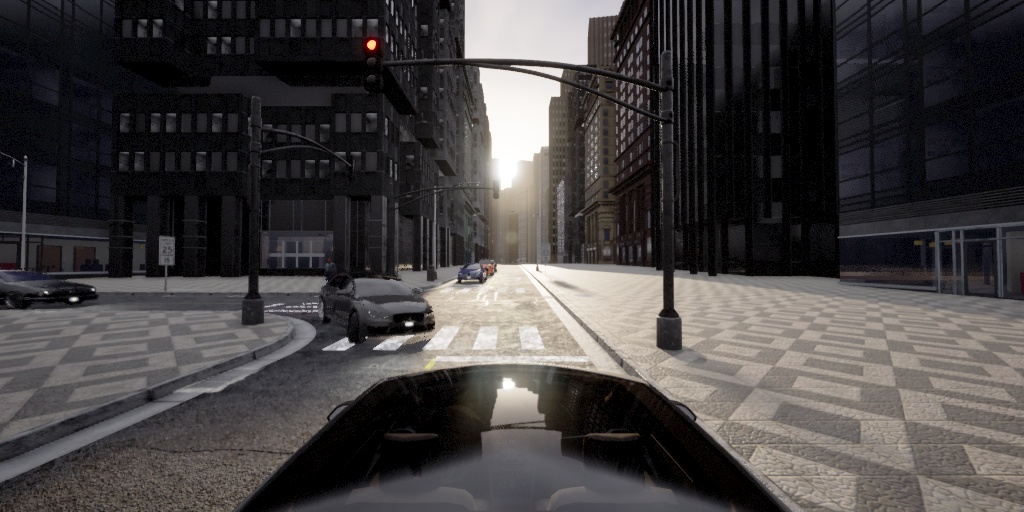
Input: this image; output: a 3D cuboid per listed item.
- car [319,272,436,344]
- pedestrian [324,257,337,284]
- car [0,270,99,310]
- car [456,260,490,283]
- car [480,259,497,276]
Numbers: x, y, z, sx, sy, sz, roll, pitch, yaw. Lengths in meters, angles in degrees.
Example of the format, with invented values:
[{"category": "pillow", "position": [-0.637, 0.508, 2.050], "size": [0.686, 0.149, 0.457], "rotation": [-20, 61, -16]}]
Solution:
[{"category": "car", "position": [-3.846, 1.235, 9.844], "size": [1.837, 1.490, 4.892], "rotation": [4, -2, -41]}, {"category": "pedestrian", "position": [-9.969, 0.974, 19.605], "size": [0.375, 1.860, 0.375], "rotation": [0, -1, 0]}, {"category": "car", "position": [-18.995, 1.224, 13.399], "size": [5.357, 1.411, 2.033], "rotation": [0, -1, 0]}, {"category": "car", "position": [-3.045, 1.289, 28.247], "size": [1.812, 1.442, 4.674], "rotation": [0, 0, 2]}, {"category": "car", "position": [-3.021, 1.137, 38.252], "size": [2.097, 1.767, 4.553], "rotation": [0, 0, 0]}]
